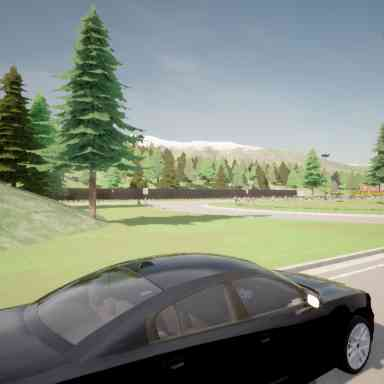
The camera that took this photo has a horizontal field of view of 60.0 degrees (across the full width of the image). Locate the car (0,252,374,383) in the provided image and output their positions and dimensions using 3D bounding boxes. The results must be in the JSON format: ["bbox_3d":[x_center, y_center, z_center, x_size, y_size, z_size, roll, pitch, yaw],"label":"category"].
[{"bbox_3d":[0.212,1.478,3.905,5.008,1.535,1.882,0,0,-36],"label":"car"}]
